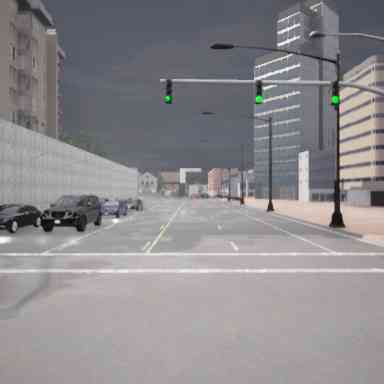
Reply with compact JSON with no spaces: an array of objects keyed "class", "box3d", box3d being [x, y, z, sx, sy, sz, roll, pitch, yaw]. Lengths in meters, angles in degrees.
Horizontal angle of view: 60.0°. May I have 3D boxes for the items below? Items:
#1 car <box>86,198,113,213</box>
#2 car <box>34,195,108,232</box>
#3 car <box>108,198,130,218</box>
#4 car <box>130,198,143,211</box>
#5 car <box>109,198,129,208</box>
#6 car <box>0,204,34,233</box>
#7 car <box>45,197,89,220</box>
[{"class":"car","box3d":[-10.629,1.483,38.572,1.837,1.490,4.892,0,0,0]},{"class":"car","box3d":[-7.115,1.210,20.319,2.150,2.045,5.566,0,0,0]},{"class":"car","box3d":[-7.126,1.509,29.960,1.812,1.442,4.674,0,0,0]},{"class":"car","box3d":[-7.127,1.469,40.302,2.128,1.511,4.902,0,0,0]},{"class":"car","box3d":[-10.600,1.573,48.632,1.895,1.301,4.718,0,0,0]},{"class":"car","box3d":[-10.618,1.494,19.686,1.837,1.490,4.892,0,0,0]},{"class":"car","box3d":[-10.626,1.336,28.754,2.097,1.767,4.553,0,0,0]}]
